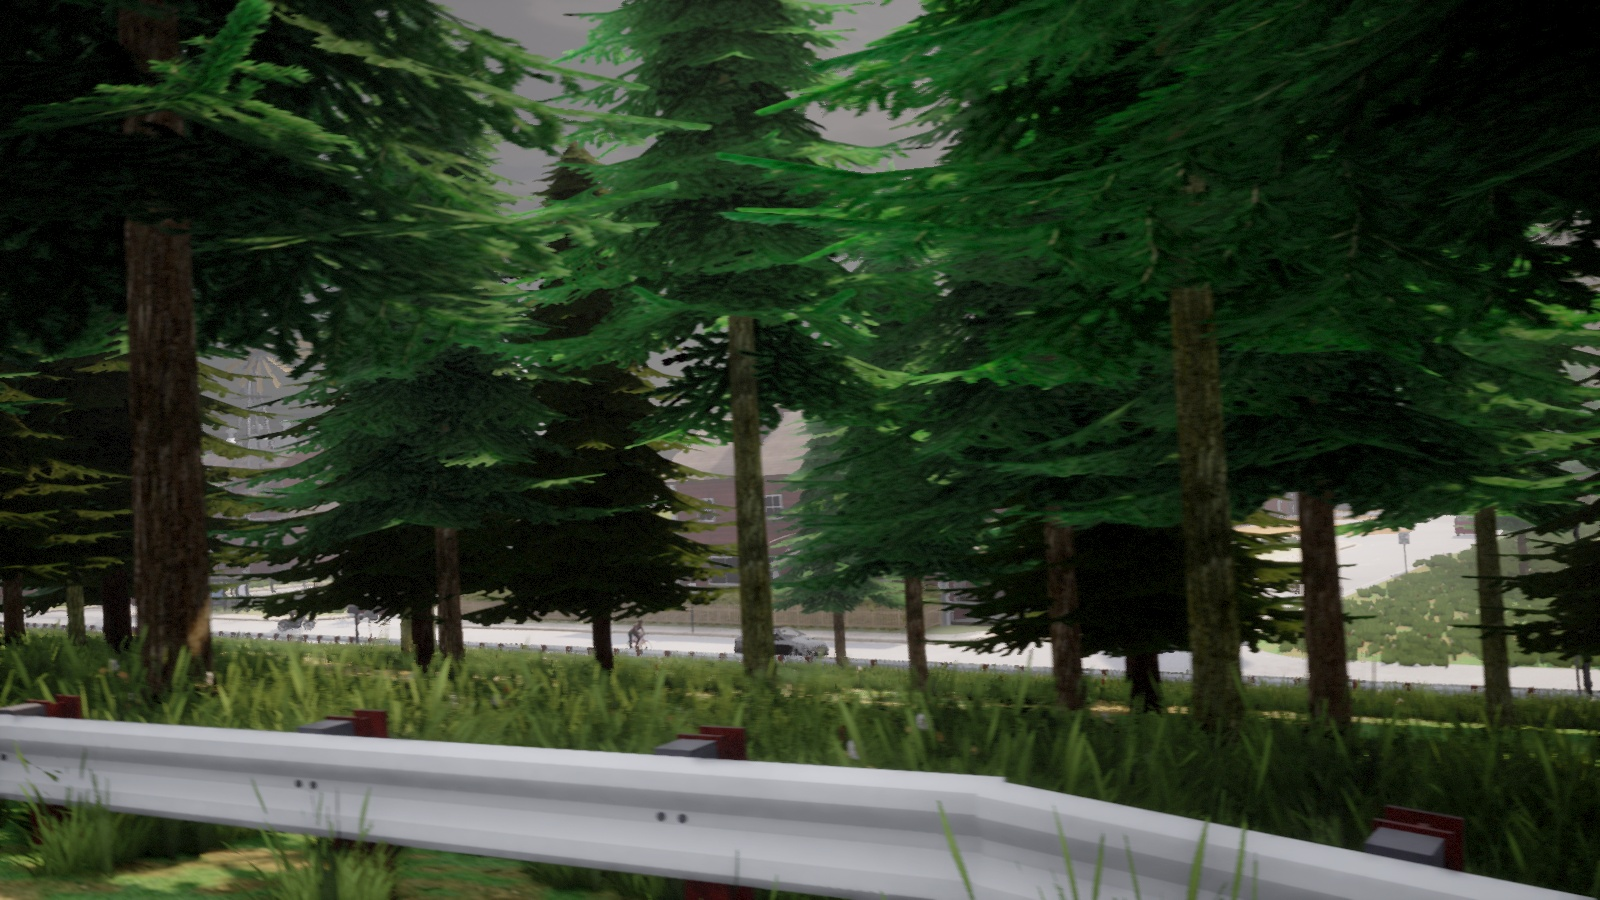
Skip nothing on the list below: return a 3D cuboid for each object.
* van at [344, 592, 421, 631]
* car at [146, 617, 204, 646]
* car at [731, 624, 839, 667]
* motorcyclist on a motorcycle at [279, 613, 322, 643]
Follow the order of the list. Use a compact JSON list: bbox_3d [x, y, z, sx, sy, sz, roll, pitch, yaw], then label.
[{"bbox_3d":[-28.358,10.969,85.464,2.069,2.038,4.480,-6,-2,36],"label":"van"},{"bbox_3d":[-41.800,12.117,83.932,3.988,1.617,1.851,-6,-2,37],"label":"car"},{"bbox_3d":[-0.641,8.141,52.476,4.193,1.474,1.816,-6,-2,37],"label":"car"},{"bbox_3d":[-31.640,11.263,79.527,2.350,1.649,0.766,-4,-3,-4],"label":"motorcyclist on a motorcycle"}]
